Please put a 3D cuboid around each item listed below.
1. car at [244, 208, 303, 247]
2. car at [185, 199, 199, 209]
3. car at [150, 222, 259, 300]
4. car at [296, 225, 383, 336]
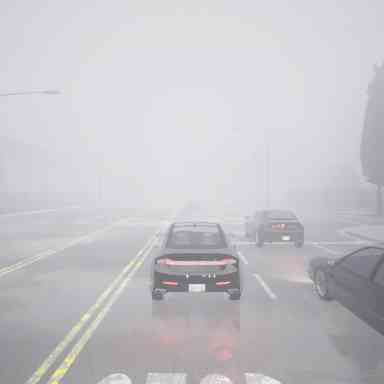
[{"bbox_3d":[3.565,1.505,15.046,1.837,1.490,4.892,0,0,0],"label":"car"},{"bbox_3d":[0.002,1.601,44.146,1.895,1.301,4.718,0,0,0],"label":"car"},{"bbox_3d":[0.082,1.492,8.345,2.128,1.511,4.902,0,0,0],"label":"car"},{"bbox_3d":[3.588,1.547,5.300,2.033,1.411,5.357,0,0,0],"label":"car"}]
